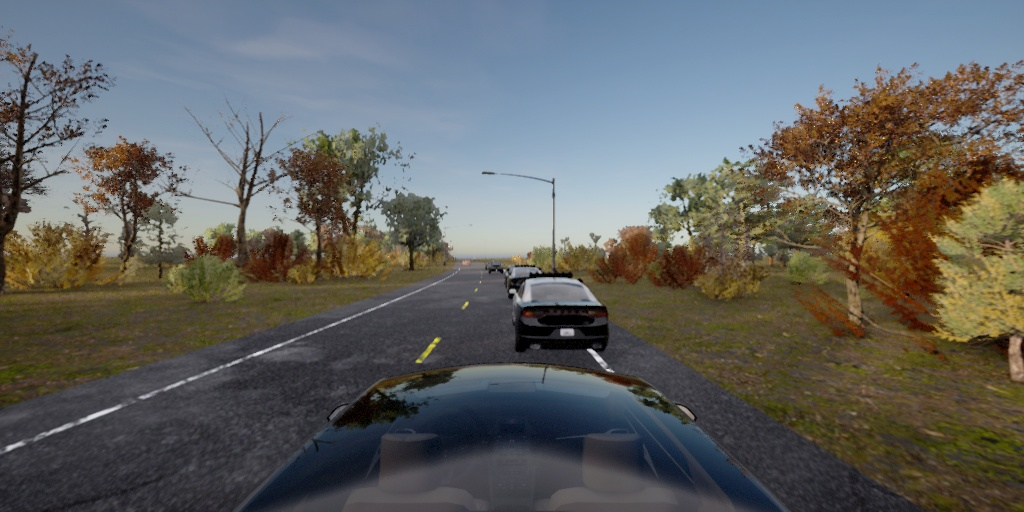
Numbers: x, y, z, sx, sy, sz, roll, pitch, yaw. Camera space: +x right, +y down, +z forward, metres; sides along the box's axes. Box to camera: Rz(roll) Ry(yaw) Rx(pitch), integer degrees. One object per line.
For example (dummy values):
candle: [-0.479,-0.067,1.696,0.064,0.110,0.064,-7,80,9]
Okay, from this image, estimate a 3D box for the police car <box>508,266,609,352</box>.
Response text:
police car: [0.976,1.225,9.216,1.930,1.638,5.238,0,0,-1]

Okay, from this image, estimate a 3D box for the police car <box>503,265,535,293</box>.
police car: [0.693,1.291,19.268,1.930,1.638,5.238,0,0,-2]

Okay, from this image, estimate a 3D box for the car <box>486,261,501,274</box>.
car: [-2.138,1.544,46.861,1.837,1.490,4.892,0,0,-5]

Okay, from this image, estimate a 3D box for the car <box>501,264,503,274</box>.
car: [0.430,1.378,25.186,1.882,1.535,5.008,0,0,-3]
